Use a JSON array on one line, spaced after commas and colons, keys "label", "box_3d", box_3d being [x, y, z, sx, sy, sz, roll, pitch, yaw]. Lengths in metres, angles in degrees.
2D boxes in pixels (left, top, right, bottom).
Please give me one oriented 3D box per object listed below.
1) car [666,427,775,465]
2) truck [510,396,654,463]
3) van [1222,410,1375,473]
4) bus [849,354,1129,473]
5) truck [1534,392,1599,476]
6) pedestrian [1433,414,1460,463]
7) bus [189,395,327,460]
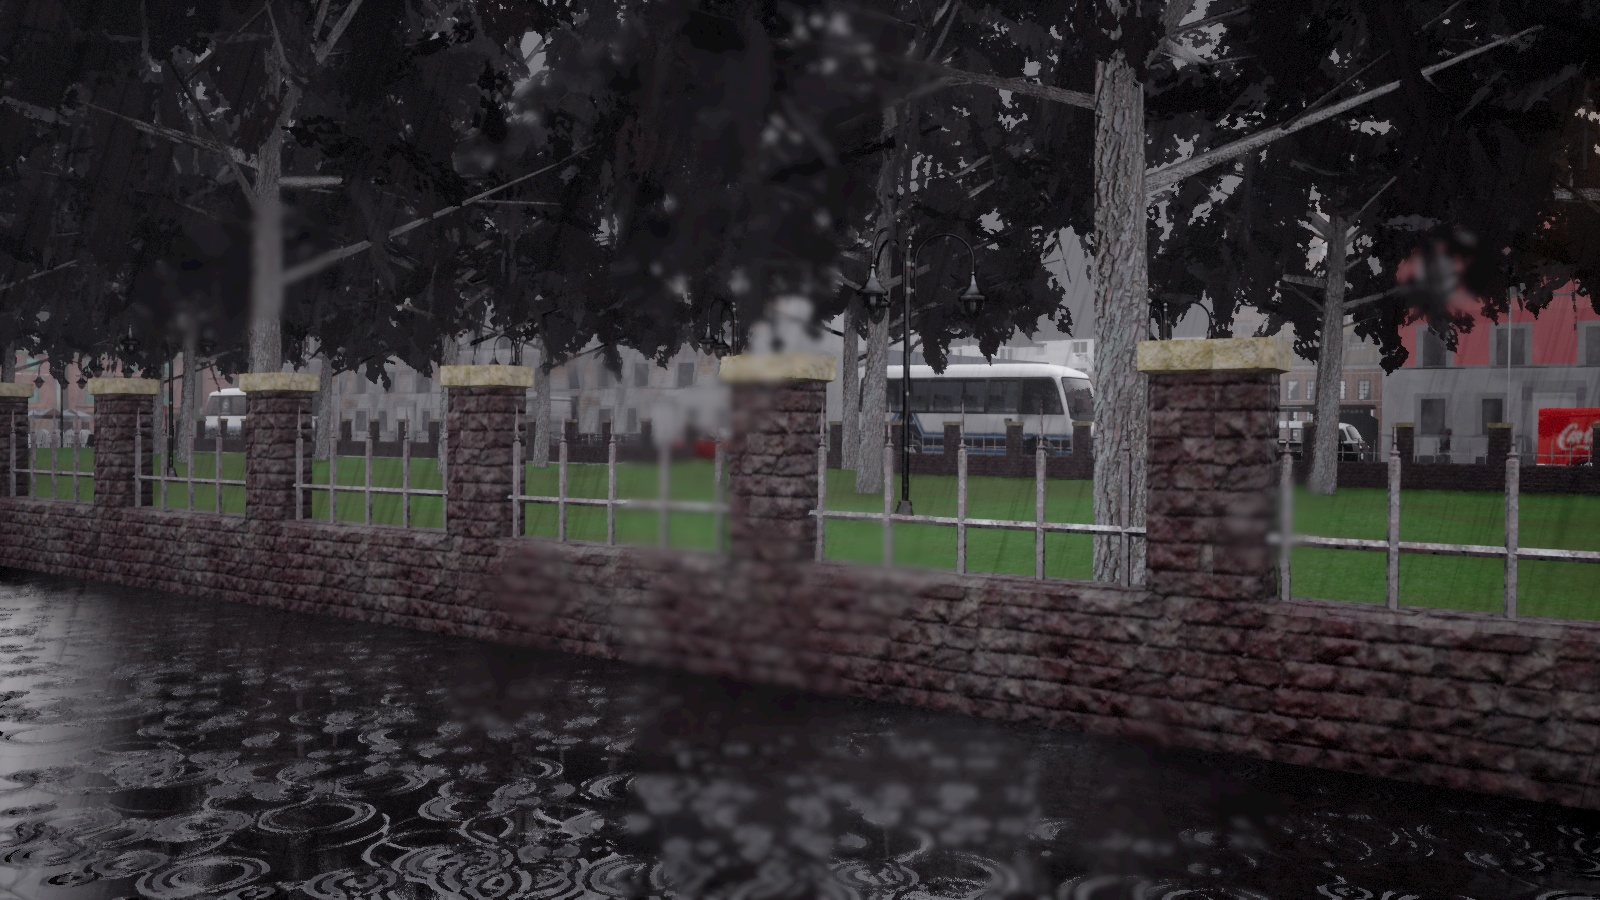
[{"label": "car", "box_3d": [-3.662, -0.178, 57.550, 4.611, 1.667, 2.242, 0, 1, 35]}, {"label": "truck", "box_3d": [-11.913, -1.075, 68.300, 7.936, 3.462, 2.891, 0, 1, 35]}, {"label": "van", "box_3d": [16.983, -0.284, 42.855, 4.480, 2.038, 2.069, 0, 1, 35]}, {"label": "bus", "box_3d": [7.323, -1.390, 49.702, 10.273, 4.253, 3.944, 1, 1, 35]}, {"label": "truck", "box_3d": [24.907, -0.489, 37.226, 5.204, 2.467, 2.627, 0, 1, 36]}, {"label": "pedestrian", "box_3d": [24.877, -0.444, 48.333, 0.849, 1.883, 0.563, 0, 1, 36]}, {"label": "bus", "box_3d": [-37.334, -1.486, 86.330, 10.273, 4.253, 3.944, 0, 1, 35]}]
